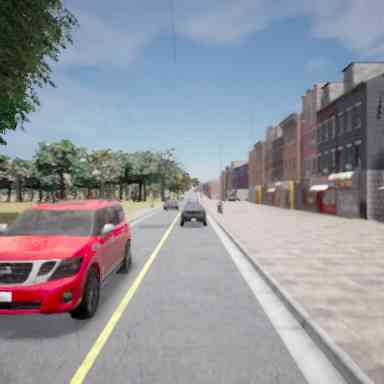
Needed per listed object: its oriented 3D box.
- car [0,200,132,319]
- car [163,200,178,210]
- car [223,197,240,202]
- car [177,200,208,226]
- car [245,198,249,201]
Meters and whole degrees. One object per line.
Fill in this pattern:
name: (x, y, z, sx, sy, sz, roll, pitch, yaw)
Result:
car: (-2.835, 1.232, 7.743, 2.150, 2.045, 5.566, 0, 0, 0)
car: (-2.818, 1.766, 45.043, 1.994, 1.385, 4.181, 0, 0, 0)
car: (10.461, 1.907, 87.715, 4.403, 1.369, 2.008, -1, 1, 0)
car: (0.110, 1.572, 24.210, 1.837, 1.490, 4.892, 0, 0, 0)
car: (15.993, 1.818, 87.712, 4.206, 1.307, 1.802, -1, 1, 0)
